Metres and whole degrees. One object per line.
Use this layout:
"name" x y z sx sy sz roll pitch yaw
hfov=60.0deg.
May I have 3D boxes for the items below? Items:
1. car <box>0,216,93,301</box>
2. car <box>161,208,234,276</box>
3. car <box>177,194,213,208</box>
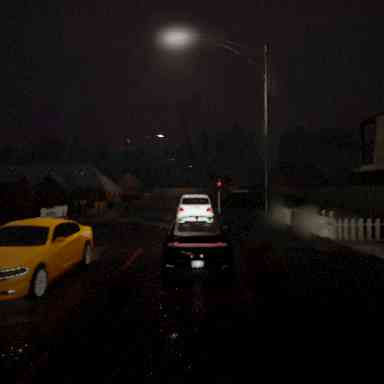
"car" -4.041 1.448 8.507 1.882 1.535 5.008 0 1 0
"car" 0.147 1.457 10.188 2.128 1.511 4.902 0 0 0
"car" 0.203 1.148 21.541 2.150 2.045 5.566 0 0 0
